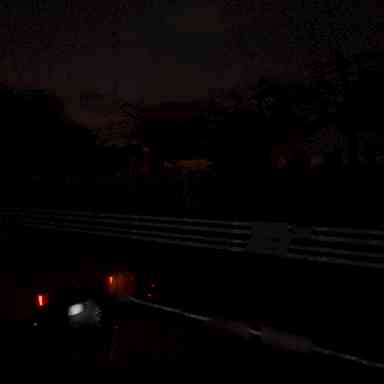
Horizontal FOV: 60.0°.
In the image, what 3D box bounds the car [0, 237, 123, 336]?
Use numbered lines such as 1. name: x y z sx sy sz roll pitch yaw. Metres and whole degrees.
1. car: -3.651 1.576 6.598 4.718 1.301 1.895 0 0 36
